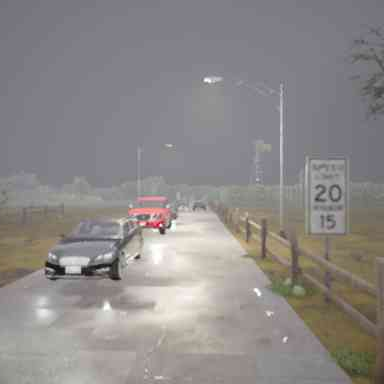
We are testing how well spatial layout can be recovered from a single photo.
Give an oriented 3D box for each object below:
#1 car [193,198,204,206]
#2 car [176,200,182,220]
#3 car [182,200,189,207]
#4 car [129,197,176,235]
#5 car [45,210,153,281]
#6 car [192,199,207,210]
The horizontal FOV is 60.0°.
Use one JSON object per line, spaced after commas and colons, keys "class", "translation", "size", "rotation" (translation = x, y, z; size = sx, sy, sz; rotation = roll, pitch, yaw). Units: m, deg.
{"class": "car", "translation": [1.386, 2.114, 68.854], "size": [2.128, 1.511, 4.902], "rotation": [0, -1, 1]}
{"class": "car", "translation": [-2.203, 1.671, 30.482], "size": [1.837, 1.490, 4.892], "rotation": [0, 0, 2]}
{"class": "car", "translation": [-1.528, 2.068, 60.880], "size": [1.994, 1.385, 4.181], "rotation": [0, -1, 1]}
{"class": "car", "translation": [-2.453, 1.322, 20.134], "size": [2.150, 2.045, 5.566], "rotation": [0, 0, 2]}
{"class": "car", "translation": [-2.667, 1.532, 10.078], "size": [2.128, 1.511, 4.902], "rotation": [0, 0, 1]}
{"class": "car", "translation": [1.061, 1.842, 48.086], "size": [1.837, 1.490, 4.892], "rotation": [0, 0, 1]}
